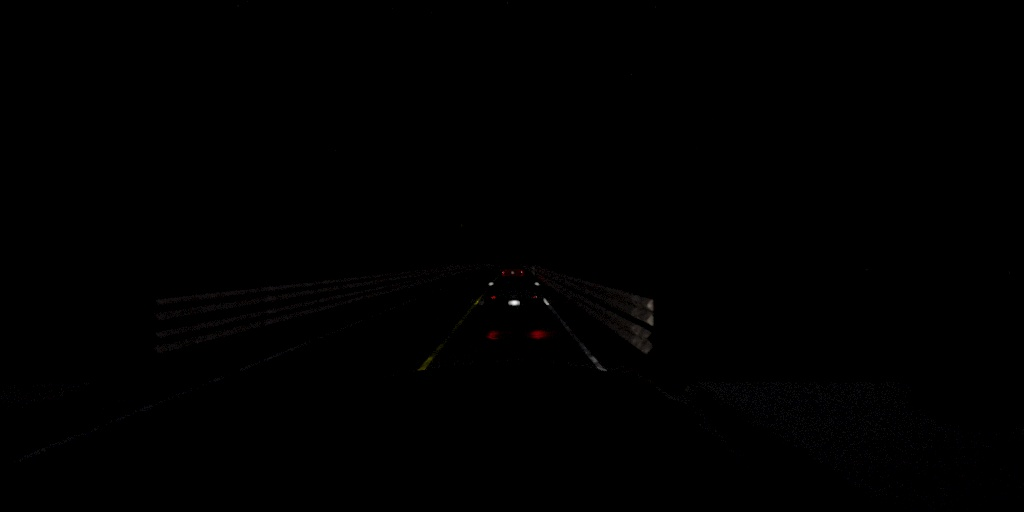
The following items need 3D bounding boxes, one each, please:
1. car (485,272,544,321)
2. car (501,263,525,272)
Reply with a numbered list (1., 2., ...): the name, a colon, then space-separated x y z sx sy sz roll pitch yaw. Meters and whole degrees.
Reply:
1. car: 0.078 1.445 13.136 1.994 1.385 4.181 0 -1 0
2. car: 0.059 1.458 32.247 2.097 1.767 4.553 0 -1 0
